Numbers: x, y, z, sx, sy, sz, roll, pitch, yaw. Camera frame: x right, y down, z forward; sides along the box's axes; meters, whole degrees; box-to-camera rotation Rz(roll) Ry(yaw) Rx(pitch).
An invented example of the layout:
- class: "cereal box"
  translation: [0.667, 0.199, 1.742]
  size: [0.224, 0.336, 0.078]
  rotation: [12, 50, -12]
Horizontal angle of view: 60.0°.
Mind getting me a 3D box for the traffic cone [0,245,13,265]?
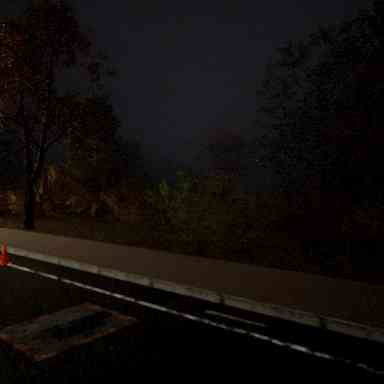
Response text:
- class: "traffic cone"
  translation: [-5.893, 1.969, 10.521]
  size: [0.340, 0.580, 0.340]
  rotation: [0, 0, 37]
